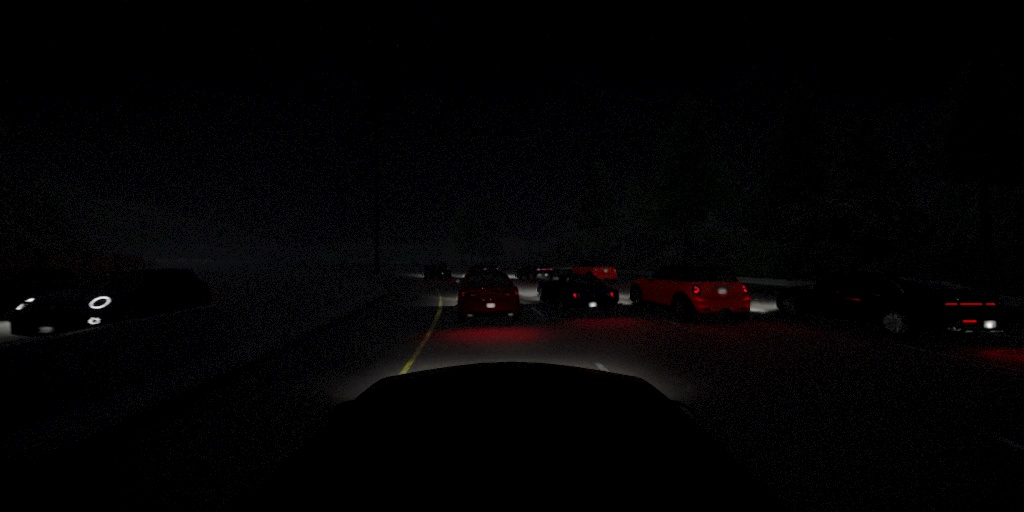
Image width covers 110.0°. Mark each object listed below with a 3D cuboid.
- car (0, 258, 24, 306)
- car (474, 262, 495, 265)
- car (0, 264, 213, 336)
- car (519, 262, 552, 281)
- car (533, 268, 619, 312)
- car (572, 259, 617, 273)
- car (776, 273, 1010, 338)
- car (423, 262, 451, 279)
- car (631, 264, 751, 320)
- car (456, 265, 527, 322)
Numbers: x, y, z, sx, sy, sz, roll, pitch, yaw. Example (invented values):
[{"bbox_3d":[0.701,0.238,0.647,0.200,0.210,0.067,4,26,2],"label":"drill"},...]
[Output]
[{"bbox_3d":[-22.441,1.108,13.204,2.150,2.045,5.566,0,0,-12],"label":"car"},{"bbox_3d":[-2.512,1.282,31.679,2.128,1.511,4.902,0,0,-22],"label":"car"},{"bbox_3d":[-11.476,1.175,10.793,2.097,1.767,4.553,0,0,-9],"label":"car"},{"bbox_3d":[1.866,1.255,29.972,2.128,1.511,4.902,0,0,-19],"label":"car"},{"bbox_3d":[2.365,1.348,14.219,1.895,1.301,4.718,0,0,-9],"label":"car"},{"bbox_3d":[6.159,1.090,27.972,2.097,1.767,4.553,0,0,-17],"label":"car"},{"bbox_3d":[9.896,1.206,10.018,1.837,1.490,4.892,0,0,-6],"label":"car"},{"bbox_3d":[-6.995,1.308,33.334,2.128,1.511,4.902,0,0,-24],"label":"car"},{"bbox_3d":[6.045,1.077,12.819,2.097,1.767,4.553,0,0,-7],"label":"car"},{"bbox_3d":[-0.931,1.242,12.556,1.882,1.535,5.008,0,0,-8],"label":"car"}]
